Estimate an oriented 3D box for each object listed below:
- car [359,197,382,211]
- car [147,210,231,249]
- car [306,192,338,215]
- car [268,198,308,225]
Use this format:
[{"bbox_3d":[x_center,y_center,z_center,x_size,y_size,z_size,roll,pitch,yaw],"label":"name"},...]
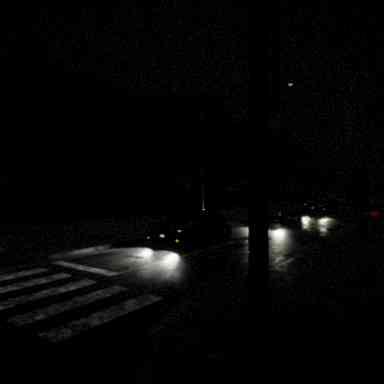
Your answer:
[{"bbox_3d":[20.463,1.273,38.044,2.128,1.511,4.902,0,0,35],"label":"car"},{"bbox_3d":[-0.001,1.483,14.363,1.994,1.385,4.181,0,0,35],"label":"car"},{"bbox_3d":[12.228,1.034,31.536,2.150,2.045,5.566,0,0,36],"label":"car"},{"bbox_3d":[6.070,1.336,22.895,1.882,1.535,5.008,0,0,35],"label":"car"}]
